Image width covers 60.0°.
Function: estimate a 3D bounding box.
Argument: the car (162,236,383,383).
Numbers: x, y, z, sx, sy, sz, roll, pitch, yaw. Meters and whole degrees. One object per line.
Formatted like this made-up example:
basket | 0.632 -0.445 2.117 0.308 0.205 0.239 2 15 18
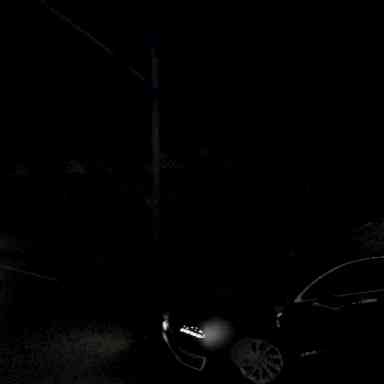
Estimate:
car | 2.008 1.503 4.966 4.892 1.490 1.837 0 3 -15
